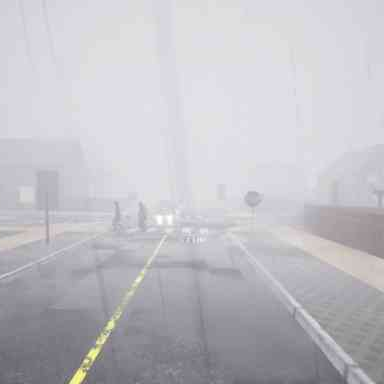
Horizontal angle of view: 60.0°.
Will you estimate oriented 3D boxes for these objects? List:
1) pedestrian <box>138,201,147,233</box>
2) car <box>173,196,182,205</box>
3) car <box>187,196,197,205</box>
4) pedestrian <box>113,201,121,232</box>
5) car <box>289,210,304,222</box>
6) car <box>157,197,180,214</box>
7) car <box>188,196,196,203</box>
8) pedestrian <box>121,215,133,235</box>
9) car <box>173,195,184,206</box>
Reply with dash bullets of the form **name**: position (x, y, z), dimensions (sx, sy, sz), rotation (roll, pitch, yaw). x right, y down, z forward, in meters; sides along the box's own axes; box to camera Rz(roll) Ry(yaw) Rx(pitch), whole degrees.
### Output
- **pedestrian**: position (-2.722, 1.322, 18.166), dimensions (0.375, 1.860, 0.375), rotation (-1, 1, 0)
- **car**: position (-2.828, 1.707, 48.765), dimensions (1.812, 1.442, 4.674), rotation (0, 0, 0)
- **car**: position (0.025, 1.935, 69.386), dimensions (1.994, 1.385, 4.181), rotation (0, -1, 0)
- **pedestrian**: position (-4.226, 1.324, 18.765), dimensions (0.375, 1.860, 0.375), rotation (-1, 1, 0)
- **car**: position (10.423, 1.798, 27.032), dimensions (4.718, 1.301, 1.895), rotation (1, 1, -1)
- **car**: position (-2.833, 1.602, 37.447), dimensions (2.128, 1.511, 4.902), rotation (0, 0, 0)
- **car**: position (0.028, 1.816, 79.395), dimensions (1.837, 1.490, 4.892), rotation (0, -1, 0)
- **pedestrian**: position (-3.279, 1.700, 17.387), dimensions (0.500, 1.100, 0.500), rotation (-1, 1, 0)
- **car**: position (-2.772, 1.543, 64.507), dimensions (2.150, 2.045, 5.566), rotation (0, -1, 0)
